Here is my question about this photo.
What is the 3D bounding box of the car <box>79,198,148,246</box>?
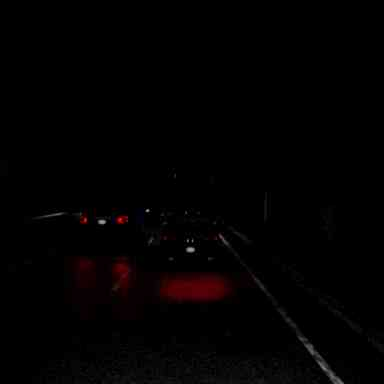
[{"bbox_3d":[-3.640,1.298,15.918,2.150,2.045,5.566,0,0,-1],"label":"car"}]

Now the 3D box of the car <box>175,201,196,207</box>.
[{"bbox_3d":[-0.617,1.645,32.282,2.128,1.511,4.902,0,0,-2],"label":"car"}]

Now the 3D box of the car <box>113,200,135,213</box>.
[{"bbox_3d":[-8.066,1.755,39.890,1.994,1.385,4.181,0,0,-2],"label":"car"}]

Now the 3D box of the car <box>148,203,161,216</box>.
[{"bbox_3d":[-4.132,1.720,32.643,1.994,1.385,4.181,0,0,-2],"label":"car"}]

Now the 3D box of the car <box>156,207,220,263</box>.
[{"bbox_3d":[-0.073,1.536,12.209,1.882,1.535,5.008,0,0,-1],"label":"car"}]

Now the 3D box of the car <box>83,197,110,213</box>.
[{"bbox_3d":[-11.592,1.547,40.658,2.097,1.767,4.553,0,0,-2],"label":"car"}]
